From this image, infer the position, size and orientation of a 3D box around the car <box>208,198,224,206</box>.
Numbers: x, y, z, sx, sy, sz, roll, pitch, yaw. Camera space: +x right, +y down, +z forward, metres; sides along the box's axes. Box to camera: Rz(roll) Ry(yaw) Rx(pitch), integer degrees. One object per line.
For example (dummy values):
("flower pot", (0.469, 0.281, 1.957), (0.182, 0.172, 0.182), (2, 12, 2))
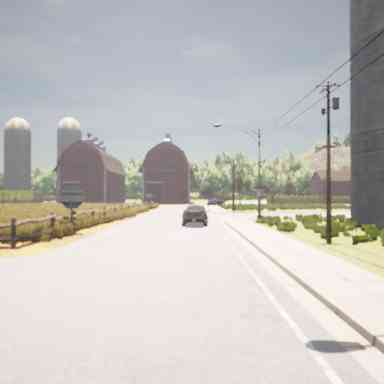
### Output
("car", (5.558, 2.213, 75.879), (2.097, 1.767, 4.553), (-1, -1, 37))

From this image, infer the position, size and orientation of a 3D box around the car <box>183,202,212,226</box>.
("car", (0.351, 1.820, 26.384), (1.837, 1.490, 4.892), (0, -1, 5))
